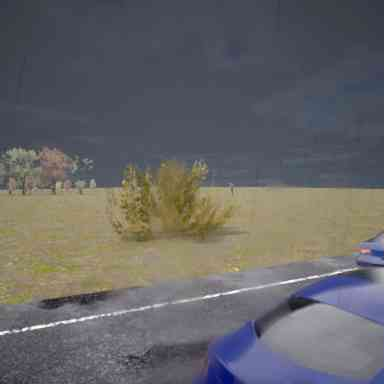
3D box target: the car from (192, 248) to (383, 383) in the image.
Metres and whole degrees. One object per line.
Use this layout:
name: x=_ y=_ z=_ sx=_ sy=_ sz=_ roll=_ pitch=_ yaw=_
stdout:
car: x=2.224 y=1.526 z=3.282 sx=4.674 sy=1.442 sz=1.812 roll=0 pitch=0 yaw=-29

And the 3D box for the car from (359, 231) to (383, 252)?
car: x=6.678 y=1.550 z=9.516 sx=5.357 sy=1.411 sz=2.033 roll=0 pitch=0 yaw=-39
